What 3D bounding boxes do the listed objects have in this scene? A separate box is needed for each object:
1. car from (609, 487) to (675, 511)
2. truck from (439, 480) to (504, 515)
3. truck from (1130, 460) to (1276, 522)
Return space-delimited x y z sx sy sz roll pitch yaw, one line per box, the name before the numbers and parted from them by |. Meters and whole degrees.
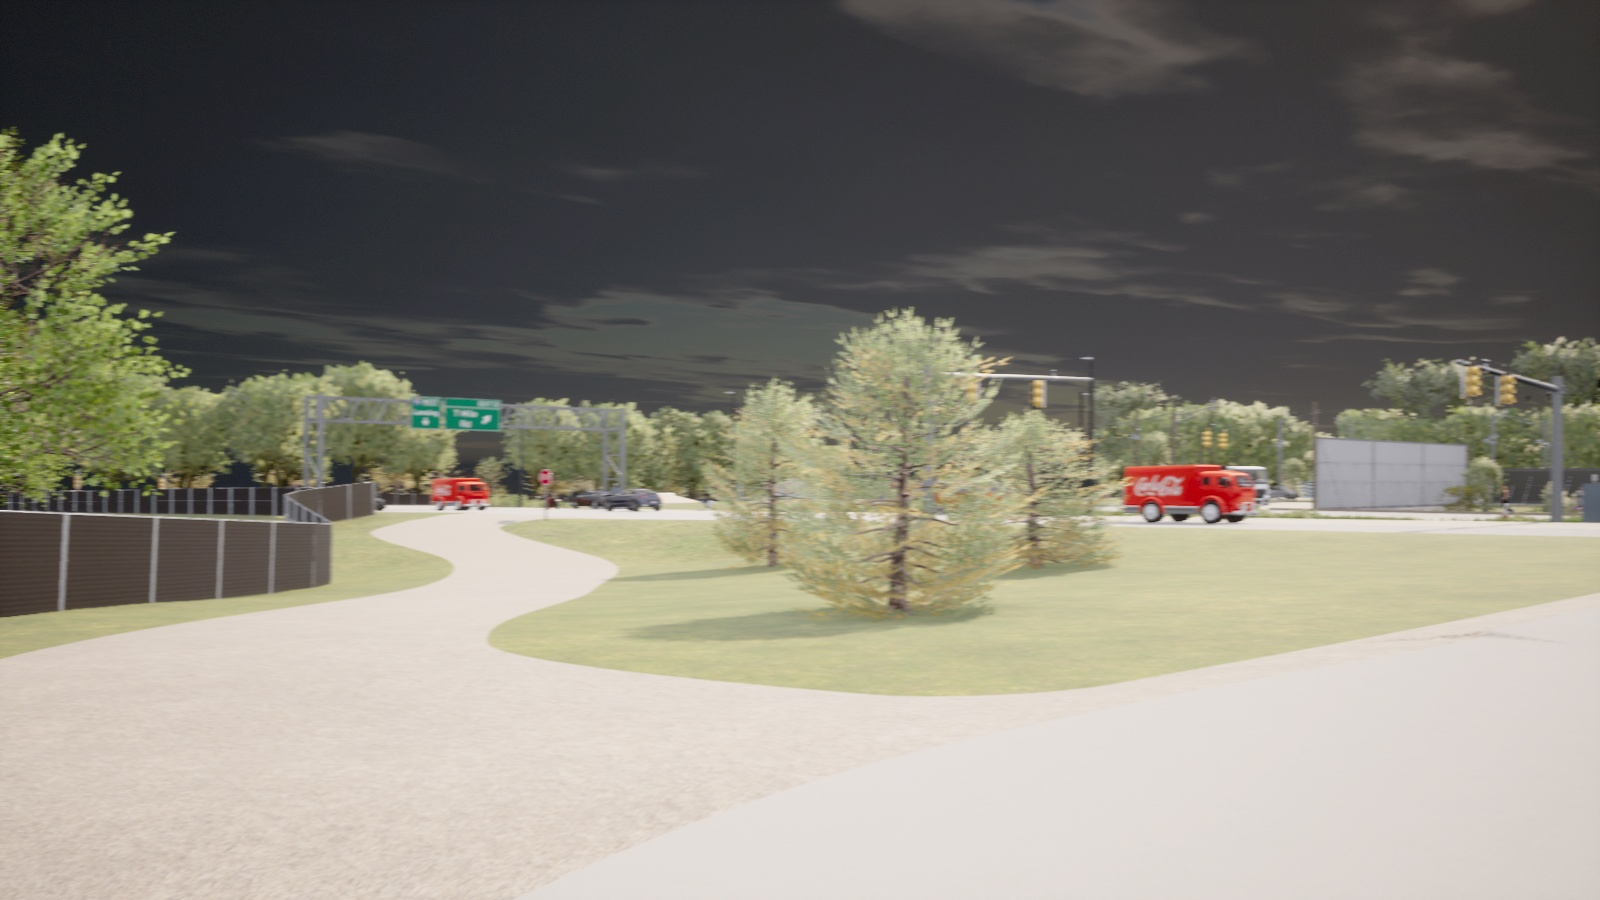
car | -11.339 3.516 89.886 2.152 1.651 5.027 1 -2 -42
truck | -24.701 3.565 94.255 2.627 2.467 5.204 1 -2 -42
truck | 17.019 1.738 53.222 2.627 2.467 5.204 1 -2 -42
